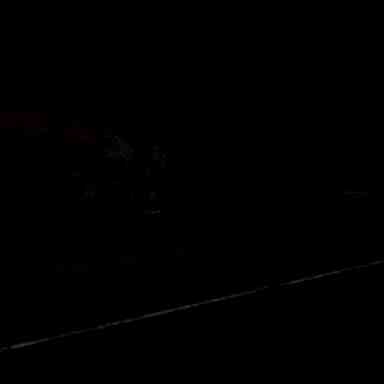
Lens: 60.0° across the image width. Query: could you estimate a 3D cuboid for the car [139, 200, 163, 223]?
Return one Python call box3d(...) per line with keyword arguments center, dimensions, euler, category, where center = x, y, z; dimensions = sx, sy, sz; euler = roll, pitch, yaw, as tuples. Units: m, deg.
box3d(center=(-3.522, 1.260, 22.108), dimensions=(1.970, 1.475, 3.806), euler=(1, 0, -35), category="car")
